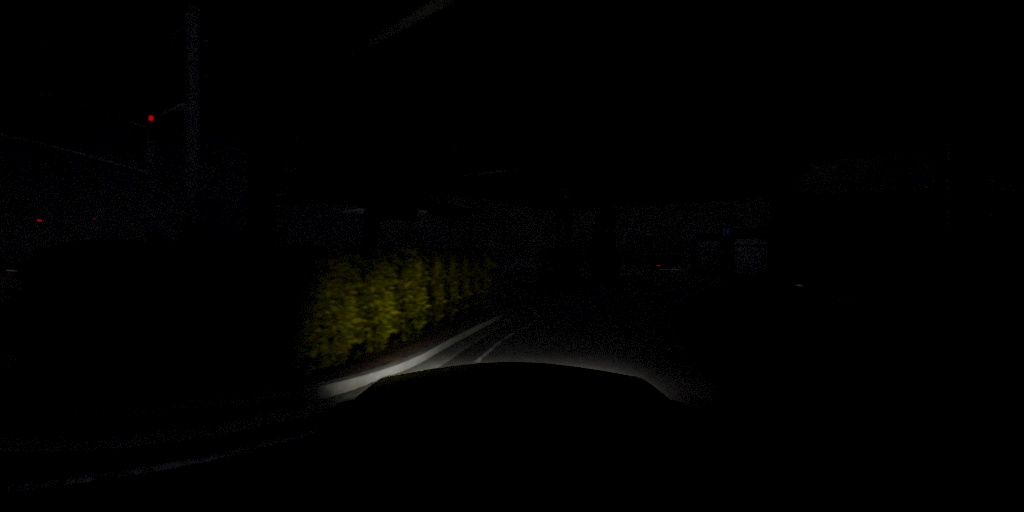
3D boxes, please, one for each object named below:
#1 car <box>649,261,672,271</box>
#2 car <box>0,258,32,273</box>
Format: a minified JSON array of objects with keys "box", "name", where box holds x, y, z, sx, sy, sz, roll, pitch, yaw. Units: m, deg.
[{"box":[21.452,1.366,51.801,2.033,1.411,5.357,0,0,39],"name":"car"},{"box":[-47.080,0.872,34.155,4.718,1.301,1.895,0,0,39],"name":"car"}]
